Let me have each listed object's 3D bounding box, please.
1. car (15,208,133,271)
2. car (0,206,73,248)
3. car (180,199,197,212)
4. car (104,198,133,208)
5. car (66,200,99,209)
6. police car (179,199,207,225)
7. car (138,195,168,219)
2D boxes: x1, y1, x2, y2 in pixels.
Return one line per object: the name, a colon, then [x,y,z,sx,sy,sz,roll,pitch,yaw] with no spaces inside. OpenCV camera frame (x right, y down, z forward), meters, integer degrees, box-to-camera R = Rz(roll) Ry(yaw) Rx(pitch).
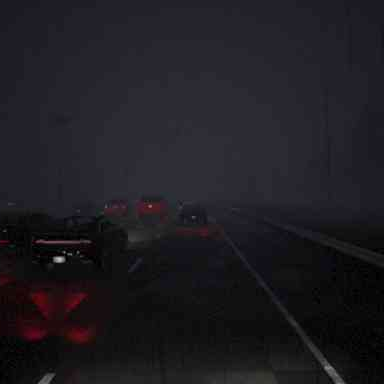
car: [-3.399,1.515,10.933,2.128,1.511,4.902,0,0,0]
car: [-6.899,1.534,13.908,1.837,1.490,4.892,0,0,0]
car: [-0.460,1.611,40.968,1.812,1.442,4.674,0,0,-4]
car: [-7.041,1.419,32.256,2.097,1.767,4.553,0,0,-1]
car: [-10.557,1.595,32.996,1.812,1.442,4.674,0,0,-2]
police car: [0.088,1.477,24.762,1.930,1.638,5.238,0,0,0]
car: [-3.469,1.284,29.961,2.150,2.045,5.566,0,0,-1]
